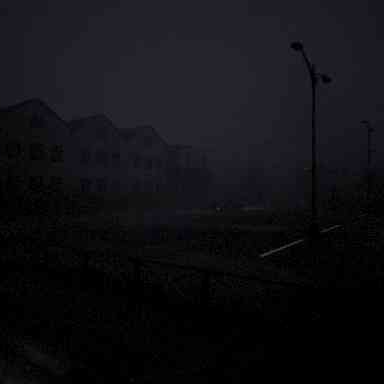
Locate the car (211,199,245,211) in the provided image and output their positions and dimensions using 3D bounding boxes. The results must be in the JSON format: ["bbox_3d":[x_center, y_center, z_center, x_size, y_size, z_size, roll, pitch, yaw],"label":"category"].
[{"bbox_3d":[4.106,1.409,37.118,1.895,1.301,4.718,0,0,36],"label":"car"}]

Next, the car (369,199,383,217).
[{"bbox_3d":[15.518,1.298,26.752,2.007,1.523,4.514,0,0,35],"label":"car"}]
